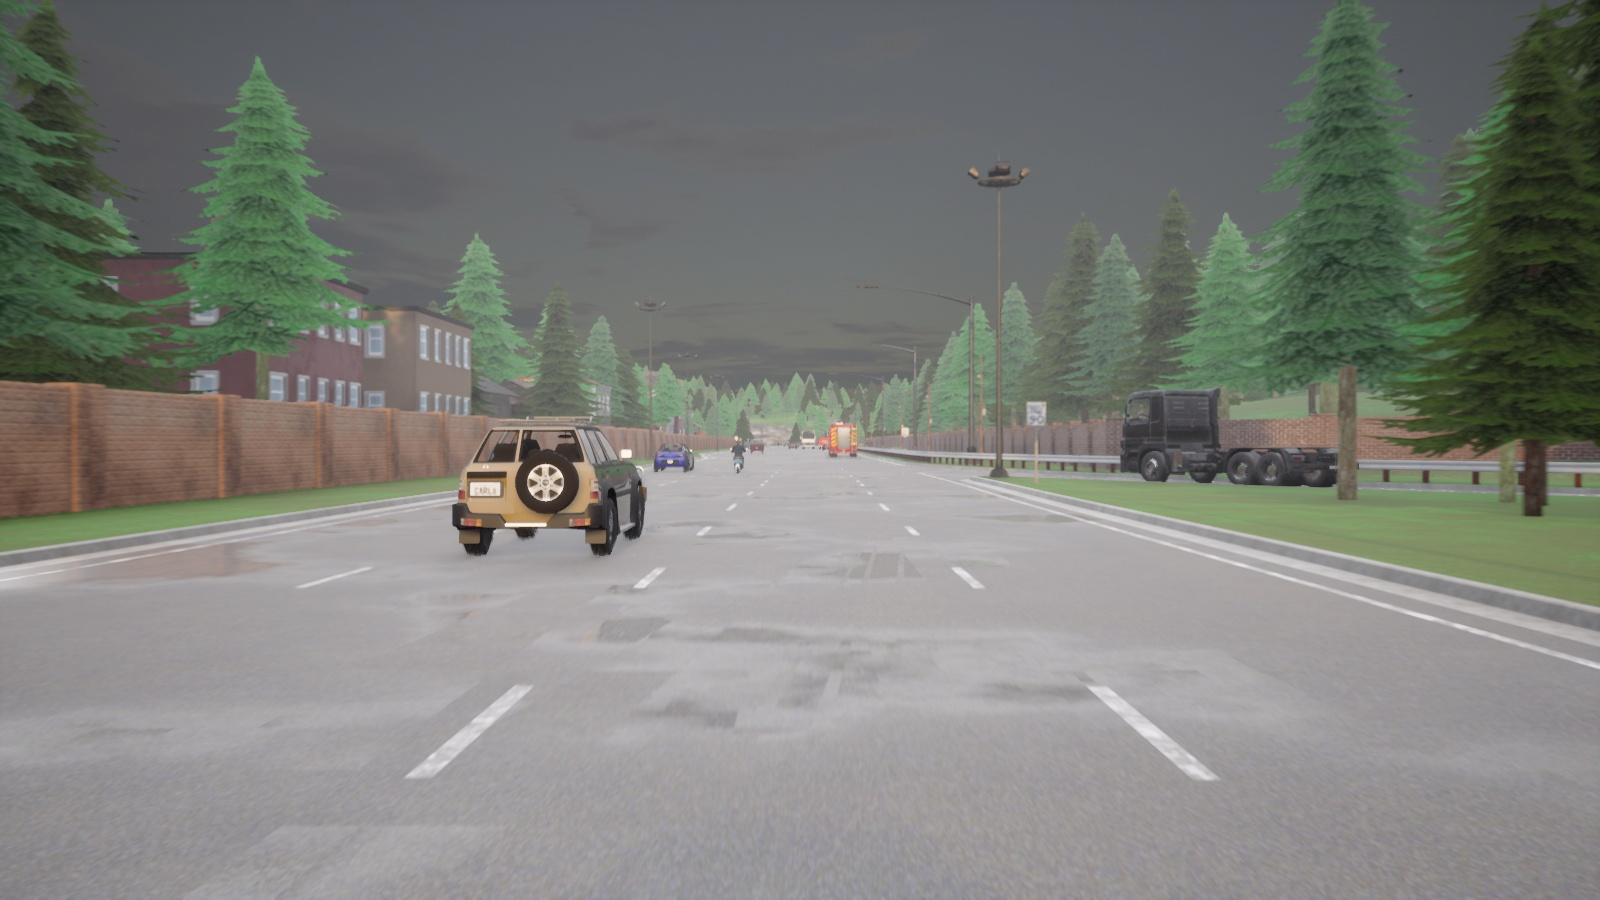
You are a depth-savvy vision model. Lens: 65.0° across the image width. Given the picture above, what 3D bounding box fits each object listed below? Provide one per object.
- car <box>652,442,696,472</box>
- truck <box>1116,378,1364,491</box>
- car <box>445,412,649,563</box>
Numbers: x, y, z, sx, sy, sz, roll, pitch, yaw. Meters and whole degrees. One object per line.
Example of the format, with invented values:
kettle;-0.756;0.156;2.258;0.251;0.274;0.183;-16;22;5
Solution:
car;-6.435;0.353;64.413;1.816;1.474;4.193;0;0;0
truck;14.665;-0.489;42.602;2.891;3.462;7.936;0;0;-30
car;-3.384;0.450;17.748;1.932;1.855;4.605;0;0;0
